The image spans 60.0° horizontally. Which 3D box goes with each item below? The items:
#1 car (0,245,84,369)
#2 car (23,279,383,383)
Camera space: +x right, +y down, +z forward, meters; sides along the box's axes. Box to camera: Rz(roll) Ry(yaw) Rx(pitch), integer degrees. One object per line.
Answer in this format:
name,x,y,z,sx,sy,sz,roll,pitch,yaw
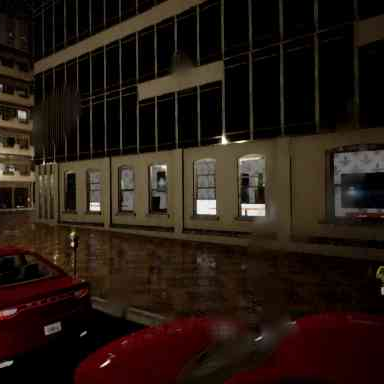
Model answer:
car,-3.528,1.546,5.396,4.507,1.381,1.887,0,-1,35
car,1.047,1.545,2.137,4.507,1.381,1.887,0,-1,35
